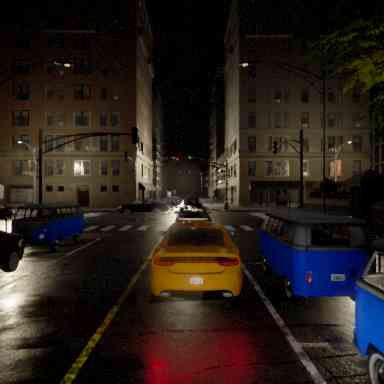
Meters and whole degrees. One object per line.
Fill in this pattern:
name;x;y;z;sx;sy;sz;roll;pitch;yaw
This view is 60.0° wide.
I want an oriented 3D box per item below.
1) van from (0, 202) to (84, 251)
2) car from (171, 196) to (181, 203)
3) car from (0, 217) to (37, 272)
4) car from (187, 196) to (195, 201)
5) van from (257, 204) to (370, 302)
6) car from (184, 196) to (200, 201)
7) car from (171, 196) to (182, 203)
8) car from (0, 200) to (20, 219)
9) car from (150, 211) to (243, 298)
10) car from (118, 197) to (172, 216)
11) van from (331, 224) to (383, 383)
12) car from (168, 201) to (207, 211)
van;-5.798;1.338;13.676;1.690;1.788;3.998;0;0;0
car;-3.055;1.463;48.954;1.882;1.535;5.008;0;0;0
car;-5.823;1.544;8.016;1.887;1.381;4.507;0;0;0
car;-0.243;1.576;80.499;1.895;1.301;4.718;0;0;-1
van;2.704;1.340;7.989;1.690;1.788;3.998;0;0;0
car;0.082;1.339;45.032;2.097;1.767;4.553;0;0;-3
car;-3.148;1.522;69.727;2.033;1.411;5.357;0;0;-1
car;-17.904;1.487;28.880;4.902;1.511;2.128;0;0;-1
car;0.113;1.477;8.576;1.882;1.535;5.008;0;0;1
car;-4.745;1.479;32.449;4.902;1.511;2.128;0;0;-1
van;2.679;1.341;2.331;1.690;1.788;3.998;0;0;0
car;0.074;1.486;17.995;2.128;1.511;4.902;0;0;0
